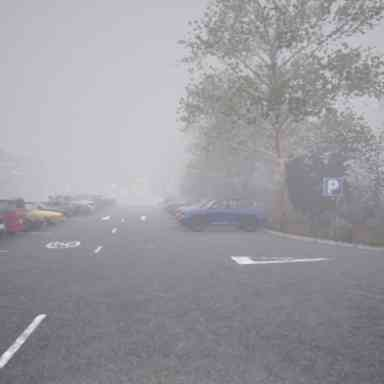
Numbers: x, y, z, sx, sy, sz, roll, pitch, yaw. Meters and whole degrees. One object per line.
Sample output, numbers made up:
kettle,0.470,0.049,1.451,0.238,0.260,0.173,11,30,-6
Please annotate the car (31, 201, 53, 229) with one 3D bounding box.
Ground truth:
car,-10.913,1.461,19.049,4.792,1.488,2.163,1,0,-8

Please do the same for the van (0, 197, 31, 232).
van,-10.669,1.190,16.254,4.442,1.987,1.878,1,0,-8

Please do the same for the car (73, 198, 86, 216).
car,-12.509,1.522,30.146,4.792,1.488,2.163,1,-1,-8

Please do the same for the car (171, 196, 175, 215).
car,1.573,1.422,23.834,5.566,2.045,2.435,1,0,-8

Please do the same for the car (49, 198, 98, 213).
car,-13.638,1.556,38.478,5.008,1.535,2.097,1,-1,-8

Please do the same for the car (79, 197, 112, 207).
car,-15.924,1.697,55.142,4.892,1.521,2.231,1,-1,-8

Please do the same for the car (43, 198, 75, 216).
car,-11.715,1.458,24.595,5.008,1.535,2.097,1,0,-8

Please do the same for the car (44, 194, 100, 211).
car,-13.216,1.284,35.708,5.566,2.045,2.435,1,-1,-8

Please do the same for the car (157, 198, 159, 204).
car,-3.352,1.996,59.695,4.674,1.452,2.002,1,-1,-8

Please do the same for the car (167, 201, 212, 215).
car,-0.342,1.794,37.623,4.792,1.488,2.163,1,-1,-8

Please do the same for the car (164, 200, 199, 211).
car,-1.461,1.870,45.904,4.674,1.452,2.002,1,-1,-8

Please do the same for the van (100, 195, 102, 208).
van,-13.899,1.355,41.274,4.442,1.987,1.878,1,-1,-8

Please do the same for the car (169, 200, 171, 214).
car,0.828,1.705,29.351,5.008,1.535,2.097,1,-1,-8

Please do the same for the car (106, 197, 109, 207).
car,-15.197,1.519,49.585,4.553,1.767,2.185,1,-1,-8

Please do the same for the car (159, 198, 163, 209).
car,-1.260,1.802,43.121,5.366,1.575,1.946,1,-1,-8

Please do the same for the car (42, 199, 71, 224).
car,-11.142,1.444,21.847,5.366,1.575,1.946,1,0,-8

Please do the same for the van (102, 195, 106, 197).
van,-14.896,1.395,46.796,4.442,1.987,1.878,1,-1,-8

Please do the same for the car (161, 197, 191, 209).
car,-2.626,1.772,54.176,4.553,1.767,2.185,1,-1,-8

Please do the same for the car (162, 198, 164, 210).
car,-0.700,1.786,40.385,5.008,1.535,2.097,1,-1,-8

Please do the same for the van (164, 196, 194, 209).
van,-2.100,1.650,51.443,4.442,1.987,1.878,1,-1,-8

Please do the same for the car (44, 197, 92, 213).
car,-12.868,1.514,32.921,4.892,1.521,2.231,1,-1,-8

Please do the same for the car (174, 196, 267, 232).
car,1.939,1.410,21.198,5.566,2.045,2.435,1,0,-8

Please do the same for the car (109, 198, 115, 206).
car,-15.516,1.420,52.369,5.566,2.045,2.435,1,-1,-8

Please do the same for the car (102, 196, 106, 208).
car,-14.407,1.602,44.031,4.892,1.521,2.231,1,-1,-8

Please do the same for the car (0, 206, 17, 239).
car,-10.202,1.434,13.487,4.792,1.488,2.163,1,0,-8

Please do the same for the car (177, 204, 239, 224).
car,1.196,1.729,26.716,4.674,1.452,2.002,1,0,-8

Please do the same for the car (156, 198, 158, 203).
car,-3.726,1.988,62.457,5.008,1.535,2.097,1,-1,-8

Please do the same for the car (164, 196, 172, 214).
car,0.428,1.471,32.111,5.566,2.045,2.435,1,-1,-8

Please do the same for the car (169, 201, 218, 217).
car,0.098,1.773,34.872,4.792,1.488,2.163,1,-1,-8
